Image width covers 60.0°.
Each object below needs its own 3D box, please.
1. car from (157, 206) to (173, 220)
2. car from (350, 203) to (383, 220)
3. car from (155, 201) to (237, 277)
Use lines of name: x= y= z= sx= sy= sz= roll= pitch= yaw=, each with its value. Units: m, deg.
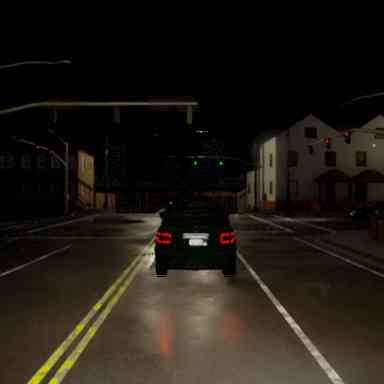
car: x=-3.583 y=2.887 z=44.962 sx=1.812 sy=1.442 sz=4.674 roll=0 pitch=-9 yaw=0
car: x=16.570 y=1.681 z=29.423 sx=4.902 sy=1.511 sz=2.128 roll=0 pitch=0 yaw=-1
car: x=0.094 y=1.294 z=10.664 sx=2.150 sy=2.045 sz=5.566 roll=0 pitch=0 yaw=0
